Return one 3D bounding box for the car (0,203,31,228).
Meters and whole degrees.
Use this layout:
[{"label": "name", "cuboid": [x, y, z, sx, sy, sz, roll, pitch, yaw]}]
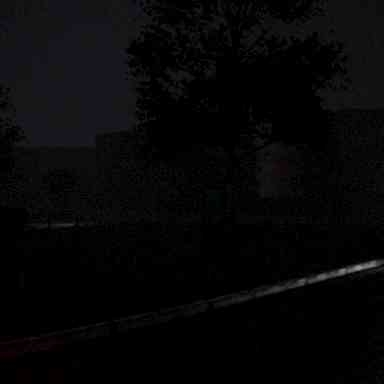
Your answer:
[{"label": "car", "cuboid": [-13.833, 1.409, 22.066, 5.566, 2.045, 2.150, 1, -1, -36]}]
